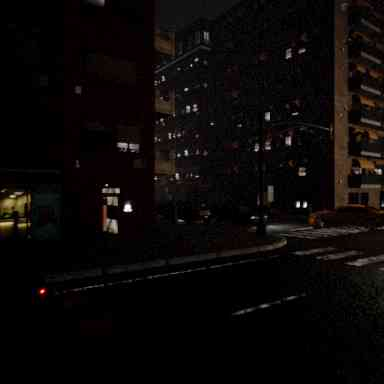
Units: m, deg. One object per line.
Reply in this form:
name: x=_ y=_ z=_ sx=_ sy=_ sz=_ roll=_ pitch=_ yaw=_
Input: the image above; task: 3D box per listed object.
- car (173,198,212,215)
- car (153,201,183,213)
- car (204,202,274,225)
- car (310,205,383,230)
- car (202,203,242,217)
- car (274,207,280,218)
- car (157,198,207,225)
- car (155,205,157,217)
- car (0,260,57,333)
car: x=-0.048 y=1.714 z=41.116 sx=2.192 sy=1.841 sz=5.009 roll=-1 pitch=0 yaw=-36
car: x=-3.343 y=2.020 z=45.600 sx=2.008 sy=1.369 sz=4.403 roll=-1 pitch=0 yaw=-36
car: x=3.537 y=1.775 z=26.338 sx=2.033 sy=1.411 sz=5.357 roll=0 pitch=-1 yaw=-34
car: x=10.566 y=1.609 z=22.367 sx=5.008 sy=1.535 sz=1.882 roll=-1 pitch=1 yaw=33
car: x=3.257 y=1.894 z=36.631 sx=1.947 sy=1.339 sz=4.313 roll=-1 pitch=0 yaw=-36
car: x=6.556 y=1.839 z=32.146 sx=1.802 sy=1.307 sz=4.206 roll=-1 pitch=0 yaw=-36
car: x=-0.434 y=1.583 z=27.049 sx=2.192 sy=1.841 sz=5.009 roll=-1 pitch=0 yaw=-36
car: x=-2.340 y=1.858 z=34.266 sx=1.837 sy=1.490 sz=4.892 roll=0 pitch=-1 yaw=-37
car: x=-4.708 y=1.548 z=4.328 sx=5.357 sy=1.411 sz=2.033 roll=0 pitch=0 yaw=-35
